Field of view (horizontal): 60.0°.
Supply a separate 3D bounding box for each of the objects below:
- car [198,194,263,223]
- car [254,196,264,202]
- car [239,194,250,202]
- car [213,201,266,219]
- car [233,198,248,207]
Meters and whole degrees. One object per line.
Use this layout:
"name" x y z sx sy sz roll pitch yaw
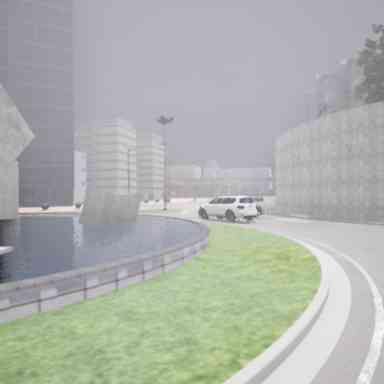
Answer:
"car" 2.836 1.342 27.457 2.150 2.045 5.566 0 -1 -37
"car" 17.094 1.850 85.151 1.994 1.385 4.181 -1 0 18
"car" 13.566 1.554 85.615 2.150 2.045 5.566 -1 0 18
"car" 4.290 1.630 30.893 1.837 1.490 4.892 1 -1 -41
"car" 8.431 1.731 57.184 1.837 1.490 4.892 -1 0 17
